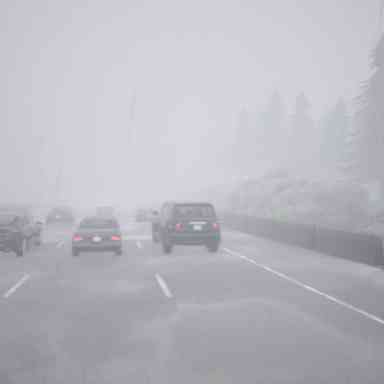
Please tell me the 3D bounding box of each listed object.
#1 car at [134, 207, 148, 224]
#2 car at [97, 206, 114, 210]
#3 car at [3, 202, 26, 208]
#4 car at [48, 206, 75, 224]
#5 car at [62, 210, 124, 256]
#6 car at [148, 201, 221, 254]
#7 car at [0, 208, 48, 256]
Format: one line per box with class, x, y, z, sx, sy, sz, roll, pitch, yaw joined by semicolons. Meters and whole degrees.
car;-4.040;1.996;29.466;1.994;1.385;4.181;1;-1;-14
car;-7.370;1.921;28.336;2.033;1.411;5.357;1;-1;-14
car;-14.171;1.815;26.684;2.033;1.411;5.357;1;-1;-14
car;-10.842;1.890;27.819;1.994;1.385;4.181;1;-1;-14
car;-3.822;1.687;13.743;2.033;1.411;5.357;1;-1;-14
car;-0.428;1.410;14.620;2.150;2.045;5.566;1;-1;-14
car;-7.297;1.599;13.239;1.837;1.490;4.892;1;-1;-14
